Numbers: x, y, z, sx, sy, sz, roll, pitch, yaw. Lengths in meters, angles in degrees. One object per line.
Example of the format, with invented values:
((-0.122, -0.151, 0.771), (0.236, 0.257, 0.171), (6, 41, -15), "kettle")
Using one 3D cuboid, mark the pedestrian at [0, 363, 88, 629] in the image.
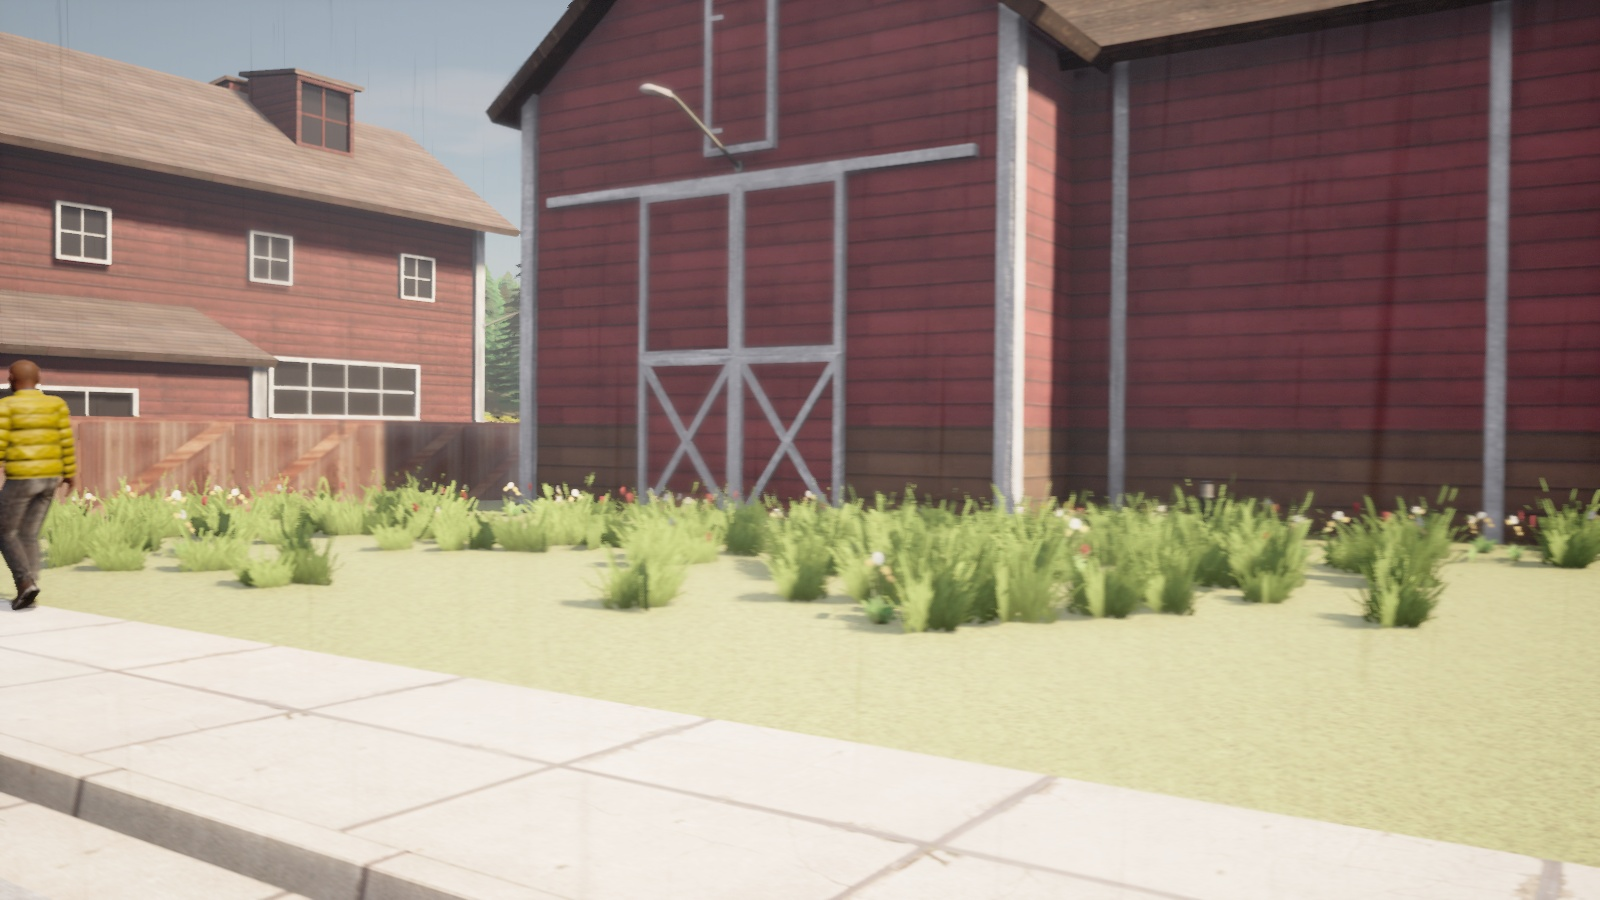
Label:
((-5.499, 0.314, 8.991), (0.726, 1.835, 0.370), (0, 1, 32), "pedestrian")
